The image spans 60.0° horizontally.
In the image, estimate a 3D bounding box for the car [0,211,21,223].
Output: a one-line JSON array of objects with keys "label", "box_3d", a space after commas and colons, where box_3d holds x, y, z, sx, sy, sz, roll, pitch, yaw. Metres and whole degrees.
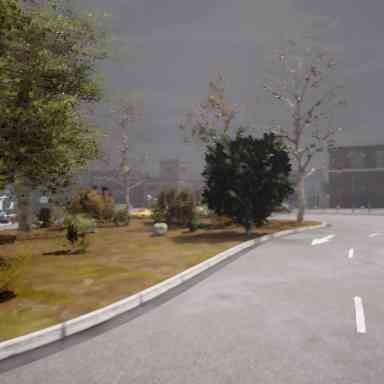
[{"label": "car", "box_3d": [-30.815, 4.161, 54.310, 2.185, 1.767, 4.553, -4, -2, 27]}]

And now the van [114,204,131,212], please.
[{"label": "van", "box_3d": [-9.329, 2.638, 43.797, 1.878, 1.987, 4.442, -3, -2, 26]}]

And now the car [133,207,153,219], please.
[{"label": "car", "box_3d": [-4.574, 2.600, 41.096, 1.946, 1.575, 5.366, -3, -2, 26]}]

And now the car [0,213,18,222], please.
[{"label": "car", "box_3d": [-27.952, 4.121, 52.938, 2.002, 1.452, 4.674, -4, -2, 26]}]

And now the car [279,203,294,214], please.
[{"label": "car", "box_3d": [12.862, 2.097, 46.348, 2.185, 1.767, 4.553, -2, -2, 26]}]

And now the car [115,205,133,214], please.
[{"label": "car", "box_3d": [-6.955, 2.722, 42.279, 1.946, 1.575, 5.366, -3, -2, 26]}]
